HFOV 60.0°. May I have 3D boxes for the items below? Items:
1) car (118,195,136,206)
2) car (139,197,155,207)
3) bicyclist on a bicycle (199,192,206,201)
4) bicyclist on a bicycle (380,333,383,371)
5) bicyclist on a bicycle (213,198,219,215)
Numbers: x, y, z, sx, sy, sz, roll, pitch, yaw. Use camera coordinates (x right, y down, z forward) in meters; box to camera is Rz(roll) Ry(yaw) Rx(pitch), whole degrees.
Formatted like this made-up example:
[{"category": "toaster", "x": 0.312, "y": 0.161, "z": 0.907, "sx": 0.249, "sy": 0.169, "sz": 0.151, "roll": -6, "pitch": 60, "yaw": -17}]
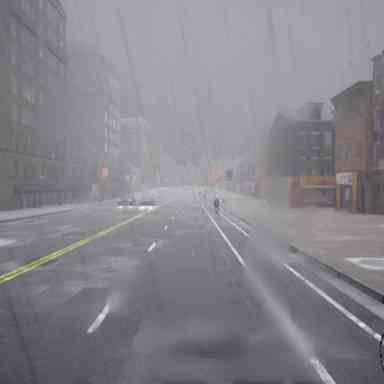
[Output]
[{"category": "car", "x": -9.811, "y": 1.180, "z": 50.366, "sx": 2.097, "sy": 1.767, "sz": 4.553, "roll": 0, "pitch": 0, "yaw": 1}, {"category": "car", "x": -6.571, "y": 1.403, "z": 49.003, "sx": 1.994, "sy": 1.385, "sz": 4.181, "roll": 0, "pitch": 0, "yaw": 0}, {"category": "bicyclist on a bicycle", "x": 2.405, "y": 1.009, "z": 63.851, "sx": 0.866, "sy": 1.612, "sz": 1.509, "roll": 0, "pitch": 1, "yaw": -2}, {"category": "bicyclist on a bicycle", "x": 2.271, "y": 1.370, "z": 3.105, "sx": 0.659, "sy": 1.776, "sz": 1.843, "roll": 0, "pitch": 0, "yaw": 0}, {"category": "bicyclist on a bicycle", "x": 2.264, "y": 1.402, "z": 30.700, "sx": 0.582, "sy": 1.620, "sz": 1.656, "roll": 0, "pitch": 0, "yaw": 0}]
